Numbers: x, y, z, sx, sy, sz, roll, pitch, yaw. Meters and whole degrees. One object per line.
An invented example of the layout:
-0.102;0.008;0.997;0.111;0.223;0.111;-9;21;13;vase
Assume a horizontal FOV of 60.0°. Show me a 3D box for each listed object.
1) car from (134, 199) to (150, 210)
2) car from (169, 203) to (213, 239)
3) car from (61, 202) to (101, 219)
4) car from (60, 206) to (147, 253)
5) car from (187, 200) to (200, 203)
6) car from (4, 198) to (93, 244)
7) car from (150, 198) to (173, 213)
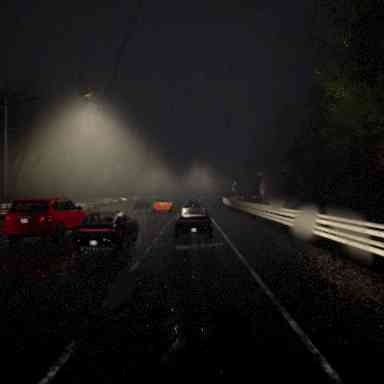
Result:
-6.943;1.705;47.065;2.128;1.511;4.902;0;0;0;car
0.084;1.574;17.944;2.128;1.511;4.902;0;0;0;car
-10.429;1.690;31.692;2.033;1.411;5.357;0;0;0;car
-3.413;1.555;13.929;2.128;1.511;4.902;0;0;0;car
0.179;1.775;46.407;1.994;1.385;4.181;0;0;1;car
-6.916;1.296;16.390;2.150;2.045;5.566;0;0;0;car
-3.436;1.534;40.251;2.097;1.767;4.553;0;0;0;car
